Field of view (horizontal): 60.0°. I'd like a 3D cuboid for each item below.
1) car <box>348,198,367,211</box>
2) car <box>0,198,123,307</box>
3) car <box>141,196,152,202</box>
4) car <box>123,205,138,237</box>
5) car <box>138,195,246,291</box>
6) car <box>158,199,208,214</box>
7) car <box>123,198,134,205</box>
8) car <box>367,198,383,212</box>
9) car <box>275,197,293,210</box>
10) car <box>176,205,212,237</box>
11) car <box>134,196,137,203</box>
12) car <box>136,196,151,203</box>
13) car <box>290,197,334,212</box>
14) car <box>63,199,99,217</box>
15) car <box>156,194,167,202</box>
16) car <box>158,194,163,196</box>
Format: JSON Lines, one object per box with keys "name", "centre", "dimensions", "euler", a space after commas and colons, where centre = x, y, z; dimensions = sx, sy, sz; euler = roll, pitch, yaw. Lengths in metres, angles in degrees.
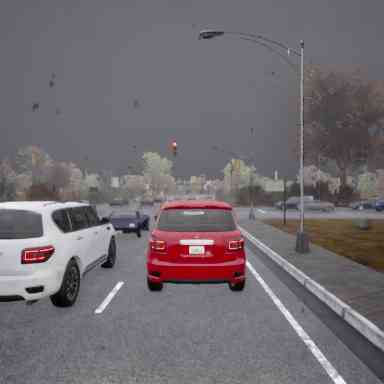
{"name": "car", "centre": [21.732, 1.498, 40.588], "dimensions": [4.892, 1.490, 1.837], "euler": [0, 0, 3]}
{"name": "car", "centre": [-3.406, 1.221, 8.092], "dimensions": [2.150, 2.045, 5.566], "euler": [0, 0, 0]}
{"name": "car", "centre": [-10.556, 1.595, 77.045], "dimensions": [1.895, 1.301, 4.718], "euler": [0, 0, 0]}
{"name": "car", "centre": [-3.412, 1.601, 17.860], "dimensions": [1.895, 1.301, 4.718], "euler": [0, 0, 0]}
{"name": "car", "centre": [0.091, 1.221, 9.153], "dimensions": [2.150, 2.045, 5.566], "euler": [0, 0, 0]}
{"name": "car", "centre": [-1.051, 1.547, 37.081], "dimensions": [5.357, 1.411, 2.033], "euler": [0, 0, 36]}
{"name": "car", "centre": [-10.997, 1.547, 50.737], "dimensions": [2.033, 1.411, 5.357], "euler": [0, 0, 6]}
{"name": "car", "centre": [23.085, 1.212, 37.008], "dimensions": [5.566, 2.045, 2.150], "euler": [0, 0, 3]}
{"name": "car", "centre": [12.602, 1.352, 41.081], "dimensions": [4.553, 1.767, 2.097], "euler": [0, 0, 3]}
{"name": "car", "centre": [0.087, 1.526, 18.847], "dimensions": [1.812, 1.442, 4.674], "euler": [0, 0, 0]}
{"name": "car", "centre": [-10.567, 1.493, 66.680], "dimensions": [2.128, 1.511, 4.902], "euler": [0, 0, 0]}
{"name": "car", "centre": [-7.020, 1.601, 51.508], "dimensions": [1.895, 1.301, 4.718], "euler": [0, 0, -2]}
{"name": "car", "centre": [13.750, 1.564, 37.511], "dimensions": [4.181, 1.385, 1.994], "euler": [0, 0, 3]}
{"name": "car", "centre": [-10.624, 1.505, 32.209], "dimensions": [1.837, 1.490, 4.892], "euler": [0, 0, 0]}
{"name": "car", "centre": [-7.056, 1.355, 77.098], "dimensions": [2.097, 1.767, 4.553], "euler": [0, 0, 0]}
{"name": "car", "centre": [-7.071, 1.601, 66.698], "dimensions": [1.895, 1.301, 4.718], "euler": [0, 0, 0]}
